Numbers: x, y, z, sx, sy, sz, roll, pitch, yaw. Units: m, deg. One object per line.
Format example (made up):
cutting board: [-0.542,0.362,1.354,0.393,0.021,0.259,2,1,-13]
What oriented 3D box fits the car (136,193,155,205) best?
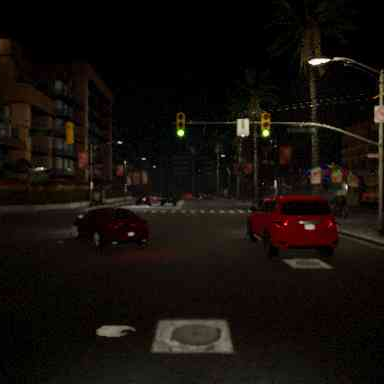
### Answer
car: [-6.994,1.306,49.007,1.994,1.385,4.181,0,0,0]

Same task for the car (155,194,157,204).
car: [-6.993,1.050,57.378,2.097,1.767,4.553,0,0,0]

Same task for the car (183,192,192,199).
car: [-1.344,0.903,85.948,2.097,1.767,4.553,0,0,-12]

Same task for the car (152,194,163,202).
car: [-6.992,1.147,67.443,1.837,1.490,4.892,0,0,0]

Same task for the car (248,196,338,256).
car: [3.602,1.153,12.850,2.150,2.045,5.566,0,0,0]

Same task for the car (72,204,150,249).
car: [-3.667,1.401,14.373,1.882,1.535,5.008,1,0,-35]

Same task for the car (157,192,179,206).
car: [-3.494,0.959,49.760,2.150,2.045,5.566,0,0,0]

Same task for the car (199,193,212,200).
car: [3.390,1.197,75.666,1.895,1.301,4.718,0,0,-4]

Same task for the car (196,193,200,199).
car: [2.221,1.073,85.899,2.128,1.511,4.902,0,0,-12]
